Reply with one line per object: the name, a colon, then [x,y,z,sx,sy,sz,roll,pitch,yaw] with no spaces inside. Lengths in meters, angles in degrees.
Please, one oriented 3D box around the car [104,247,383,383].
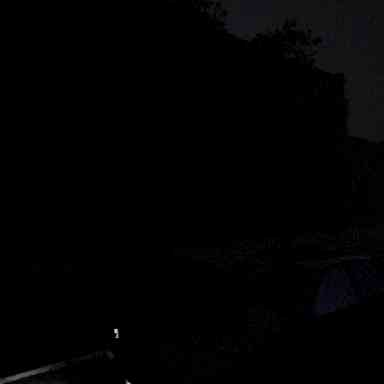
car: [1.581,1.585,4.817,5.357,1.411,2.033,1,0,-36]
